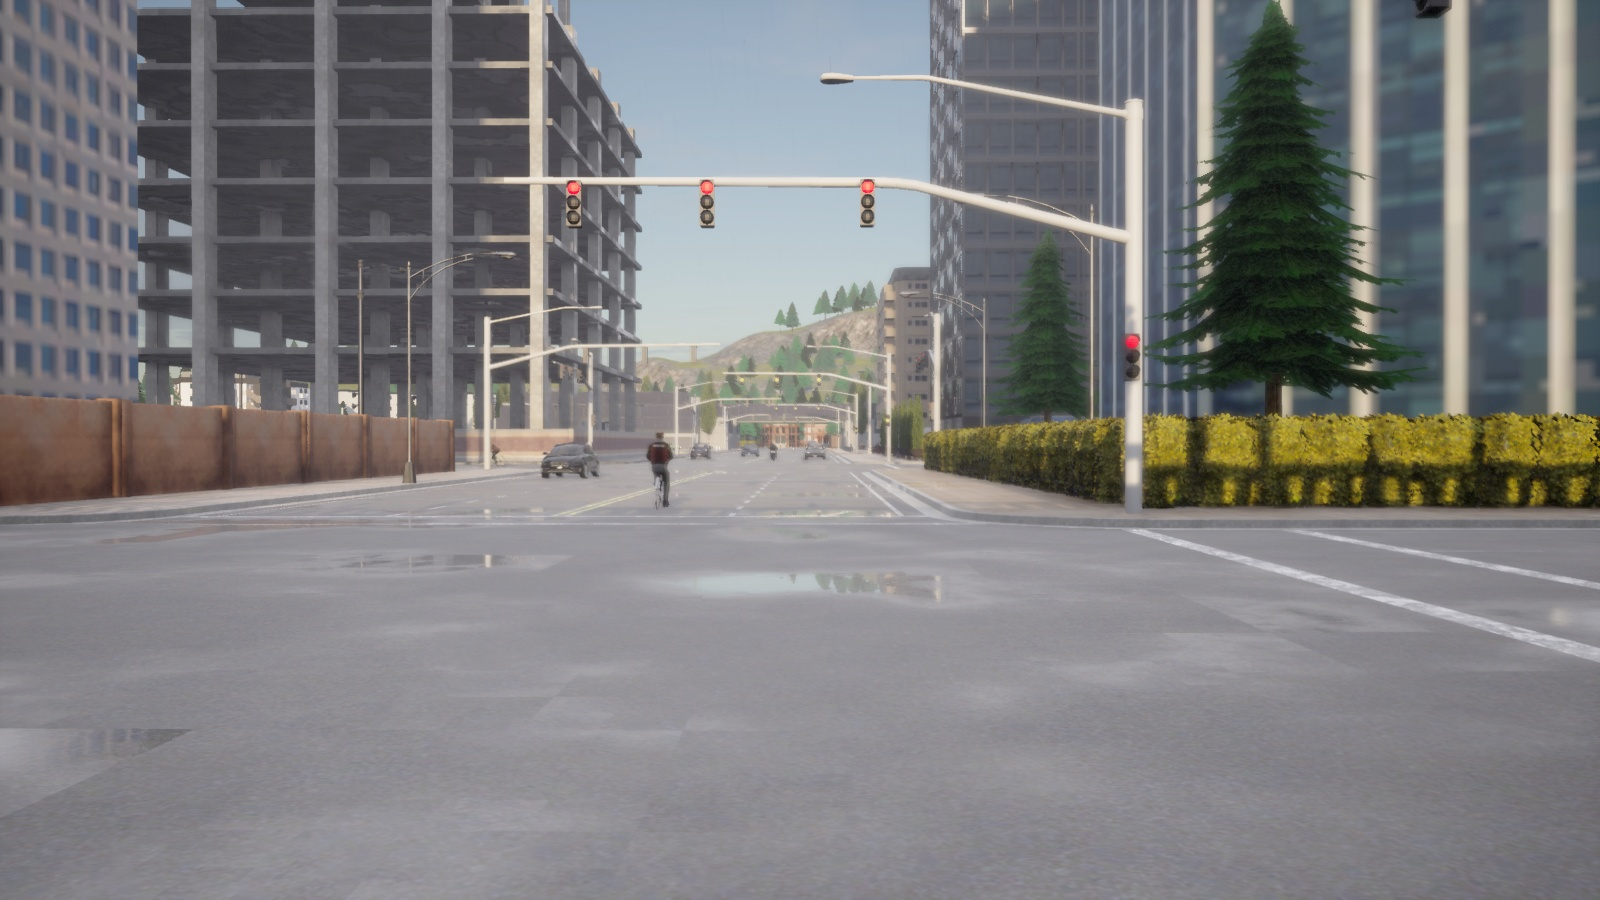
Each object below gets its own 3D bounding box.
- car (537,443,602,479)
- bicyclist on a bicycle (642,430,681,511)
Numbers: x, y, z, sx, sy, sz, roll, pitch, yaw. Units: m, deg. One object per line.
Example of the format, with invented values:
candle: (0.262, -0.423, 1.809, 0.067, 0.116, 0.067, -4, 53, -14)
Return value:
car: (-9.831, 0.439, 53.881, 1.837, 1.490, 4.892, 0, 0, 1)
bicyclist on a bicycle: (-3.135, 0.454, 28.481, 0.659, 1.776, 1.843, 0, 0, 1)
